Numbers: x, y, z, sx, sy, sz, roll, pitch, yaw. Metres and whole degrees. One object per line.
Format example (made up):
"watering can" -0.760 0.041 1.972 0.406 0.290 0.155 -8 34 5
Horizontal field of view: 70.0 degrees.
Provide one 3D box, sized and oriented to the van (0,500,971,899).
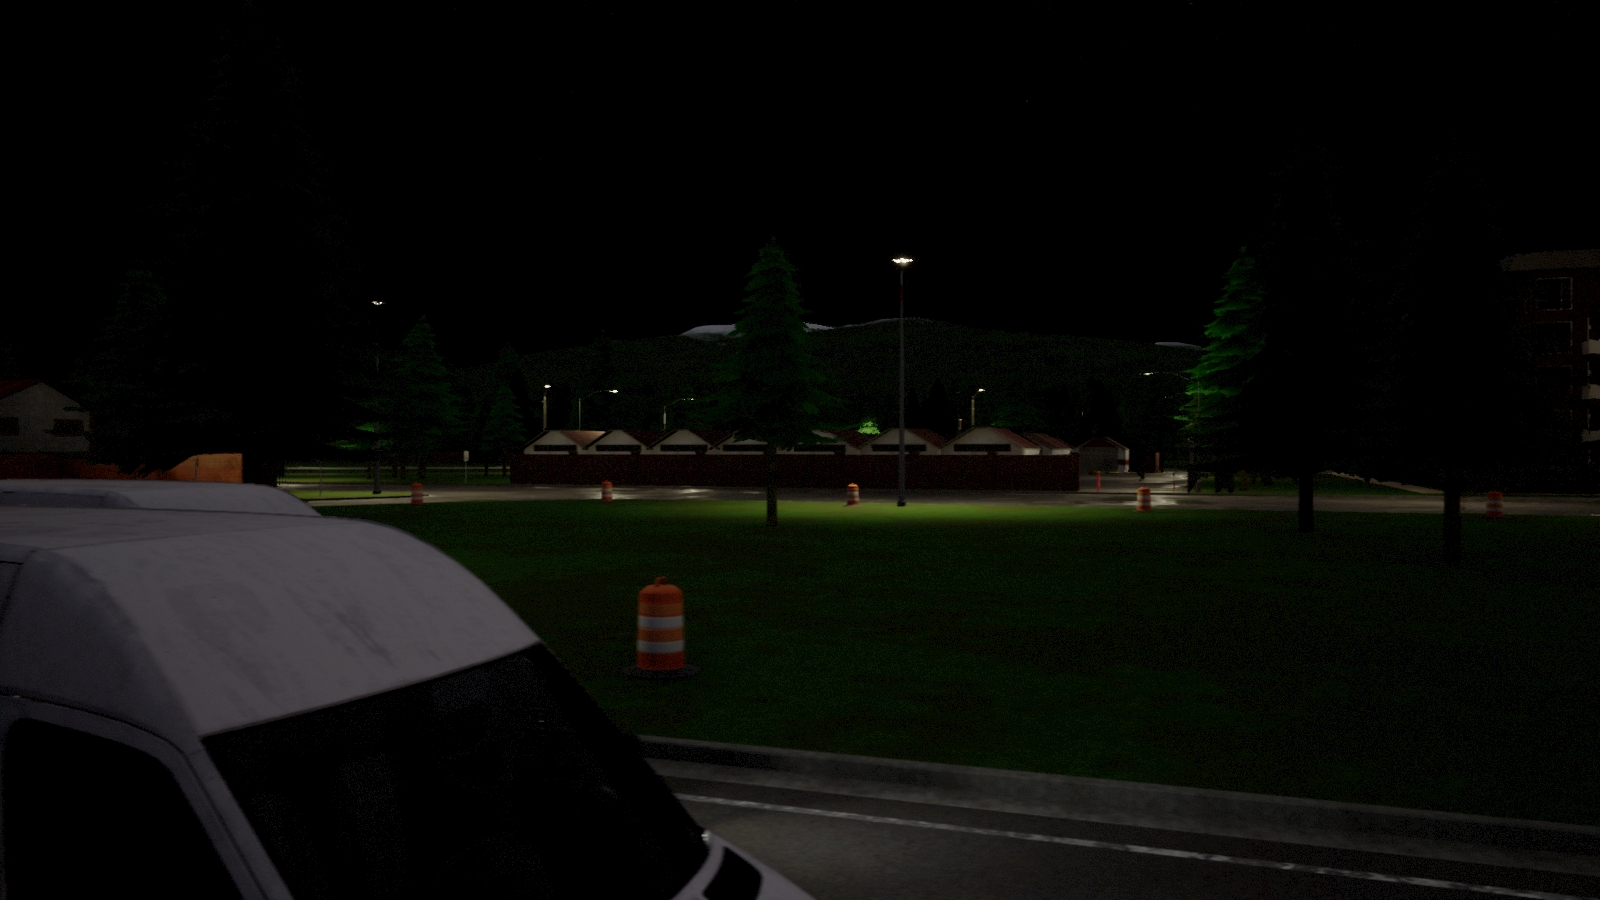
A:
"van" -2.502 1.534 4.214 5.915 2.561 1.988 0 0 20
